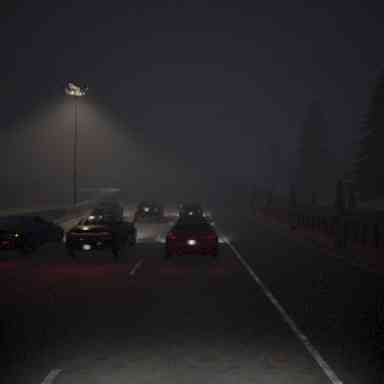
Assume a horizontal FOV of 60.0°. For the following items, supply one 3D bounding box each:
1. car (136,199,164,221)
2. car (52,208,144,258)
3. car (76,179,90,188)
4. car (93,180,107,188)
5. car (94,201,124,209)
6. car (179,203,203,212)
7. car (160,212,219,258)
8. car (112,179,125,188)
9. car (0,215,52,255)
[{"bbox_3d":[-3.576,1.389,28.350,2.097,1.767,4.553,0,2,0],"label":"car"},{"bbox_3d":[-3.494,1.644,13.484,2.128,1.511,4.902,0,0,0],"label":"car"},{"bbox_3d":[-21.303,-1.645,64.682,1.837,1.490,4.892,0,6,0],"label":"car"},{"bbox_3d":[-17.806,-1.622,64.710,1.812,1.442,4.674,0,6,0],"label":"car"},{"bbox_3d":[-7.077,1.543,28.368,1.837,1.490,4.892,0,3,0],"label":"car"},{"bbox_3d":[-0.080,1.605,28.324,1.994,1.385,4.181,0,2,0],"label":"car"},{"bbox_3d":[0.003,1.715,13.415,1.994,1.385,4.181,0,-1,0],"label":"car"},{"bbox_3d":[-14.312,-1.641,64.729,2.128,1.511,4.902,0,6,0],"label":"car"},{"bbox_3d":[-6.992,1.681,13.878,1.812,1.442,4.674,0,0,0],"label":"car"}]
